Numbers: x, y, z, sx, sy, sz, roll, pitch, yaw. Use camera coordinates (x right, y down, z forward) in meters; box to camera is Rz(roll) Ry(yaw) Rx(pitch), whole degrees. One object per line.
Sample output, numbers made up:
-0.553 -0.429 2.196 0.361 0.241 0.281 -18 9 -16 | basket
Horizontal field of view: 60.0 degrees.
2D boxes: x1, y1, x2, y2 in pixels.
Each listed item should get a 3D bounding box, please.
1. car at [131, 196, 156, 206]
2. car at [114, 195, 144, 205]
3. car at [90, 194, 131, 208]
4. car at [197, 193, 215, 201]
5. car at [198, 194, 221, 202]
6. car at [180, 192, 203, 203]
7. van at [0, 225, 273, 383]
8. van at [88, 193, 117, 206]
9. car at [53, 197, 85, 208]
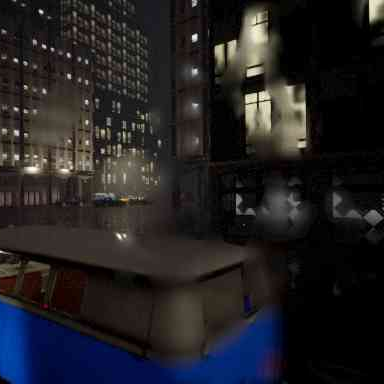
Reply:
-6.811 1.230 45.626 2.008 1.369 4.403 0 0 36 | car
-10.363 1.278 54.958 1.752 1.417 4.829 0 0 36 | car
-10.141 1.267 41.077 1.887 1.381 4.507 0 0 36 | car
3.065 1.016 73.299 1.967 1.590 4.097 0 0 36 | car
3.181 1.101 59.273 2.008 1.369 4.403 0 0 36 | car
-0.152 0.908 54.723 2.192 1.841 5.009 0 0 36 | car
-1.112 1.342 3.684 3.998 1.788 1.690 0 -1 36 | van
-13.596 1.135 50.544 1.690 1.788 3.998 0 0 36 | van
-16.926 1.403 45.994 1.947 1.339 4.313 0 0 36 | car
